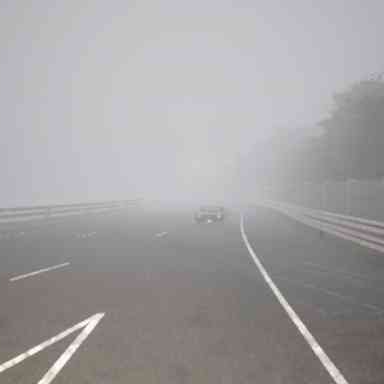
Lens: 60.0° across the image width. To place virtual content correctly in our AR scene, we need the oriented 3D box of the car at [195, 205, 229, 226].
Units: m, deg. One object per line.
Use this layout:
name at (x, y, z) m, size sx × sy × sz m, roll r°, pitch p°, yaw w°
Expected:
car at (1.543, 1.593, 23.595) m, size 1.895 × 1.301 × 4.718 m, roll 0°, pitch 0°, yaw 12°
